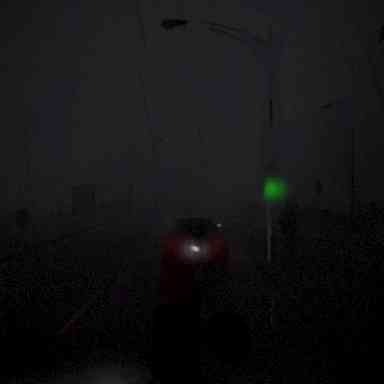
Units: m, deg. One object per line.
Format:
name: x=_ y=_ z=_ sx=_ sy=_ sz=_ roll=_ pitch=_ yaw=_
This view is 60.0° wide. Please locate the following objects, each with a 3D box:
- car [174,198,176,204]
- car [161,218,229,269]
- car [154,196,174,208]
car: x=-4.017 y=1.497 z=61.833 sx=2.033 sy=1.411 sz=5.357 roll=0 pitch=0 yaw=1
car: x=0.088 y=1.555 z=11.184 sx=1.994 sy=1.385 sz=4.181 roll=0 pitch=0 yaw=0
car: x=-4.072 y=1.315 z=46.167 sx=2.097 sy=1.767 sz=4.553 roll=0 pitch=0 yaw=0
